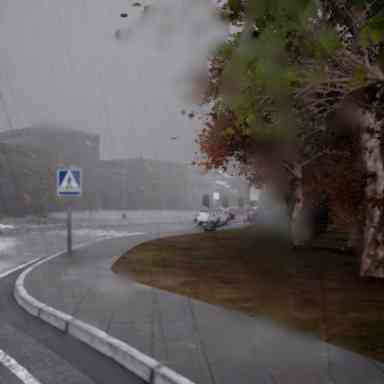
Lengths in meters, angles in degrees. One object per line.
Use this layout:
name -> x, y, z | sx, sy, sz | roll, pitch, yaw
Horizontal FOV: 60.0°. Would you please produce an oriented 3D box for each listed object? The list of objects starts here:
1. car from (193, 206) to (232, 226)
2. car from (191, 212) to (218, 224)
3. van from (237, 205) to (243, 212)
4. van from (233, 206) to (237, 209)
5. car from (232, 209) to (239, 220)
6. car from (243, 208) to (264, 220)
car -> 2.483, 2.814, 37.967 | 2.150, 2.045, 5.566 | 1, -3, 23
car -> 1.756, 3.410, 44.496 | 1.837, 1.490, 4.892 | 1, -3, 23
van -> 11.261, 4.600, 87.914 | 1.878, 1.987, 4.442 | 1, -2, 23
van -> 9.076, 4.421, 82.819 | 1.878, 1.987, 4.442 | 1, -2, 23
car -> 5.630, 3.863, 53.794 | 1.994, 1.385, 4.181 | 1, -2, 23
car -> 10.764, 4.044, 57.612 | 1.812, 1.442, 4.674 | 1, -2, 22
